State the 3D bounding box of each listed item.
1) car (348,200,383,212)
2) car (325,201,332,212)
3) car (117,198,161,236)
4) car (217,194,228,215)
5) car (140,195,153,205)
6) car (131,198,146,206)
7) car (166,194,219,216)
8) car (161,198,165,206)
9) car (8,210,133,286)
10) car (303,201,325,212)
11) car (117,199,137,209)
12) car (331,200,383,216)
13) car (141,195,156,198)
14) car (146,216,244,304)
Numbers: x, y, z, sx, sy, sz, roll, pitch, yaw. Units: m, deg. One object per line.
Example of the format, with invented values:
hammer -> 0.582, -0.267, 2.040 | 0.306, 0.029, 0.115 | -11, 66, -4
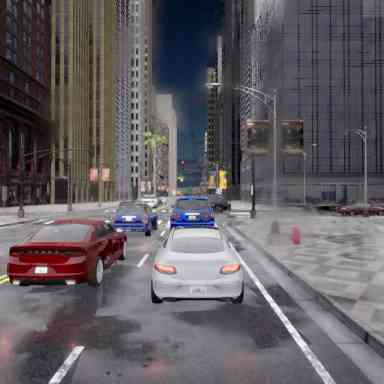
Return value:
car -> 20.856, 1.643, 38.757 | 4.313, 1.339, 1.947 | 0, 0, -1
car -> 17.135, 1.621, 35.946 | 4.181, 1.385, 1.994 | 0, -1, -1
car -> -3.135, 1.391, 18.659 | 2.097, 1.767, 4.553 | 0, 0, 0
car -> 0.966, 1.311, 34.338 | 5.566, 2.045, 2.150 | -1, 0, -20
car -> -9.691, 1.609, 71.401 | 2.150, 2.045, 5.566 | 0, 0, 0
car -> -9.769, 1.827, 60.827 | 1.812, 1.442, 4.674 | 0, 0, 1
car -> 0.041, 1.257, 17.762 | 2.150, 2.045, 5.566 | 0, 0, 1
car -> -6.520, 1.805, 60.671 | 1.837, 1.490, 4.892 | 0, 0, 1
car -> -3.144, 1.489, 9.432 | 1.882, 1.535, 5.008 | 0, 0, 0
car -> 15.216, 1.662, 38.674 | 4.313, 1.339, 1.947 | 0, 0, -1
car -> -9.806, 1.778, 50.918 | 2.033, 1.411, 5.357 | 0, 0, 0
car -> 15.339, 1.577, 30.151 | 4.206, 1.307, 1.802 | 0, 0, -1
car -> -6.557, 1.452, 50.959 | 2.150, 2.045, 5.566 | 0, 0, 0
car -> 0.105, 1.534, 8.060 | 1.812, 1.442, 4.674 | 0, 0, 0
